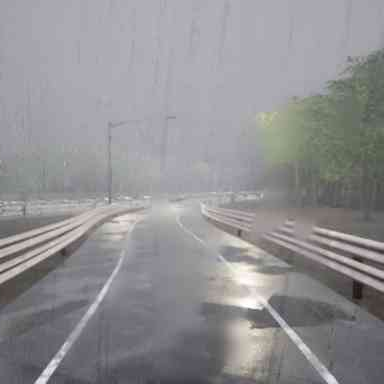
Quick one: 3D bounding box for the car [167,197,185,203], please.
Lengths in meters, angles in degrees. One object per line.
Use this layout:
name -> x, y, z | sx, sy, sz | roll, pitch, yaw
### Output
car -> -3.324, 1.690, 72.632 | 1.895, 1.301, 4.718 | 0, 1, 33

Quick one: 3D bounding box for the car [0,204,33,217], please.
car -> -22.920, 2.217, 42.006 | 2.033, 1.411, 5.357 | 0, 1, 33
